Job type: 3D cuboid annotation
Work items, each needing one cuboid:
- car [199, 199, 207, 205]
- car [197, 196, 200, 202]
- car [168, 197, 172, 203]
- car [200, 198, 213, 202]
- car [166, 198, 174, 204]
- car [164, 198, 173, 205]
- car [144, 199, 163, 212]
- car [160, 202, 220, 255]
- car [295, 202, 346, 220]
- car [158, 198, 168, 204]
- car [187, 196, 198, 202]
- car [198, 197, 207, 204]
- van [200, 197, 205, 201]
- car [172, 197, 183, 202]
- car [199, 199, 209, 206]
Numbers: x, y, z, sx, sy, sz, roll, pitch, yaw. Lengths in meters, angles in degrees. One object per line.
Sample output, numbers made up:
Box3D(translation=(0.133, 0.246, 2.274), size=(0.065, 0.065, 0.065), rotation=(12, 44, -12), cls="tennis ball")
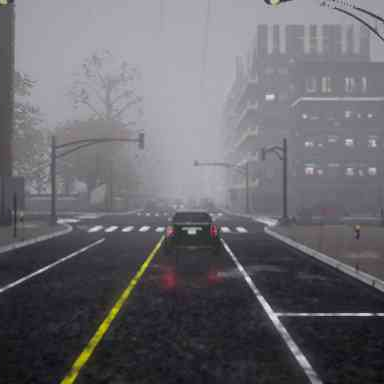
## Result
Box3D(translation=(2.689, 2.409, 81.038), size=(1.887, 1.381, 4.507), rotation=(0, -1, 0), cls="car")
Box3D(translation=(2.690, 2.174, 69.780), size=(1.967, 1.590, 4.097), rotation=(0, -1, 0), cls="car")
Box3D(translation=(-5.690, 1.985, 64.151), size=(2.192, 1.841, 5.009), rotation=(0, -1, 0), cls="car")
Box3D(translation=(2.691, 2.089, 52.888), size=(1.887, 1.381, 4.507), rotation=(0, -1, 0), cls="car")
Box3D(translation=(-5.690, 2.370, 86.668), size=(1.967, 1.590, 4.097), rotation=(0, -1, 0), cls="car")
Box3D(translation=(-5.691, 2.304, 81.040), size=(1.967, 1.590, 4.097), rotation=(0, -1, 0), cls="car")
Box3D(translation=(-5.689, 2.049, 47.258), size=(1.947, 1.339, 4.313), rotation=(0, -1, 0), cls="car")
Box3D(translation=(0.003, 1.489, 14.083), size=(2.097, 1.767, 4.553), rotation=(0, -1, 0), cls="car")
Box3D(translation=(13.465, 1.950, 34.937), size=(5.009, 1.841, 2.192), rotation=(1, -2, -1), cls="car")
Box3D(translation=(-5.689, 2.130, 58.349), size=(1.752, 1.417, 4.829), rotation=(0, -1, 0), cls="car")
Box3D(translation=(-0.002, 2.266, 74.725), size=(1.882, 1.535, 5.008), rotation=(0, -1, 0), cls="car")
Box3D(translation=(2.690, 2.245, 86.670), size=(2.192, 1.841, 5.009), rotation=(0, -1, 0), cls="car")
Box3D(translation=(2.691, 1.948, 58.521), size=(1.690, 1.788, 3.998), rotation=(0, -1, 0), cls="van")
Box3D(translation=(-3.003, 2.271, 73.506), size=(1.837, 1.490, 4.892), rotation=(0, -1, 0), cls="car")
Box3D(translation=(2.689, 2.349, 75.408), size=(2.008, 1.369, 4.403), rotation=(0, -1, 0), cls="car")
